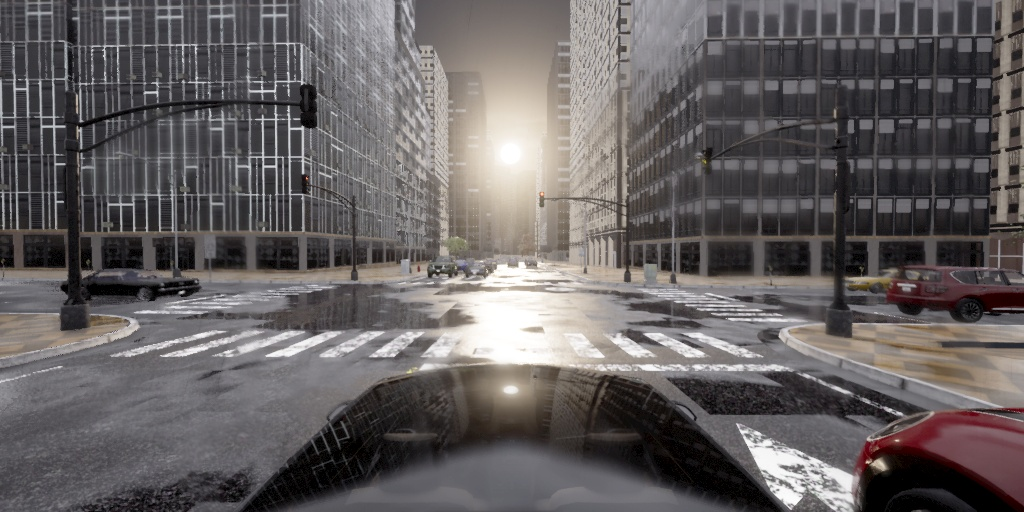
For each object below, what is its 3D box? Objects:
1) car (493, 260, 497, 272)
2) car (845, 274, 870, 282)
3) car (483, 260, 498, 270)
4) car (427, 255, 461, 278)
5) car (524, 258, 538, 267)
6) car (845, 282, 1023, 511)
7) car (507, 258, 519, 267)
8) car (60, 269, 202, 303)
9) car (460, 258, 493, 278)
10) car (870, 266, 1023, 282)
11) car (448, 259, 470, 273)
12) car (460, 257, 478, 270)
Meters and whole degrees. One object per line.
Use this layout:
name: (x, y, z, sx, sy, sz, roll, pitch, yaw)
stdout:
car: (-3.213, 1.327, 43.228, 1.895, 1.301, 4.718, 0, 0, 0)
car: (21.864, 1.410, 20.795, 4.829, 1.417, 1.751, 0, 0, 1)
car: (-3.169, 1.263, 53.932, 2.033, 1.411, 5.357, 0, 0, 0)
car: (-6.483, 0.955, 34.190, 2.150, 2.045, 5.566, 0, 0, 0)
car: (3.457, 1.306, 63.386, 1.895, 1.301, 4.718, 0, 0, 0)
car: (3.253, 1.102, 0.415, 2.097, 1.767, 4.553, 0, 0, 0)
car: (0.207, 1.269, 63.368, 1.994, 1.385, 4.181, 0, 0, 0)
car: (-16.412, 1.238, 15.613, 4.718, 1.301, 1.895, 1, 1, 5)
car: (-3.241, 1.225, 33.947, 2.128, 1.511, 4.902, 0, 0, 1)
car: (16.226, 1.282, 12.529, 5.009, 1.841, 2.192, 0, 0, 1)
car: (-6.458, 1.203, 44.155, 1.882, 1.535, 5.008, 0, 0, 0)
car: (-6.416, 1.068, 53.823, 2.097, 1.767, 4.553, 0, 0, 0)
